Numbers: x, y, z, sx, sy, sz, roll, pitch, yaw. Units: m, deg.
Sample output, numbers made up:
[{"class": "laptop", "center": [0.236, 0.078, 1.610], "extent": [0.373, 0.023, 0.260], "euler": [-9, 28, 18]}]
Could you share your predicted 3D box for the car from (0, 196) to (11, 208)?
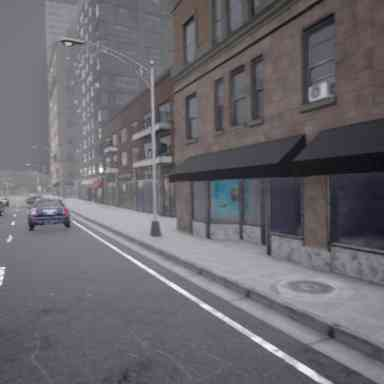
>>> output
[{"class": "car", "center": [-22.703, 1.169, 39.478], "extent": [1.895, 1.301, 4.718], "euler": [-2, 2, -27]}]

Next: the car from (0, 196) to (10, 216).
[{"class": "car", "center": [-17.013, 1.287, 28.327], "extent": [2.033, 1.411, 5.357], "euler": [-2, 1, -27]}]

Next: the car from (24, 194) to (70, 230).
[{"class": "car", "center": [-8.641, 1.133, 19.864], "extent": [2.097, 1.767, 4.553], "euler": [-2, 1, -27]}]
